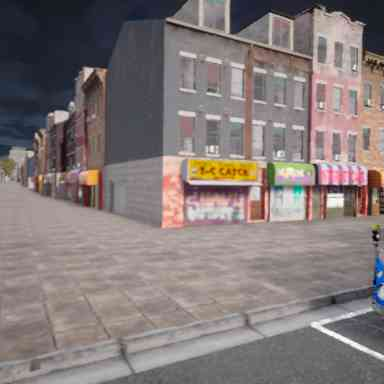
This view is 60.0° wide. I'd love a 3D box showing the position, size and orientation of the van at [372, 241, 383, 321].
[{"bbox_3d":[4.679,1.240,5.329,3.998,1.788,1.690,0,2,-28],"label":"van"}]
